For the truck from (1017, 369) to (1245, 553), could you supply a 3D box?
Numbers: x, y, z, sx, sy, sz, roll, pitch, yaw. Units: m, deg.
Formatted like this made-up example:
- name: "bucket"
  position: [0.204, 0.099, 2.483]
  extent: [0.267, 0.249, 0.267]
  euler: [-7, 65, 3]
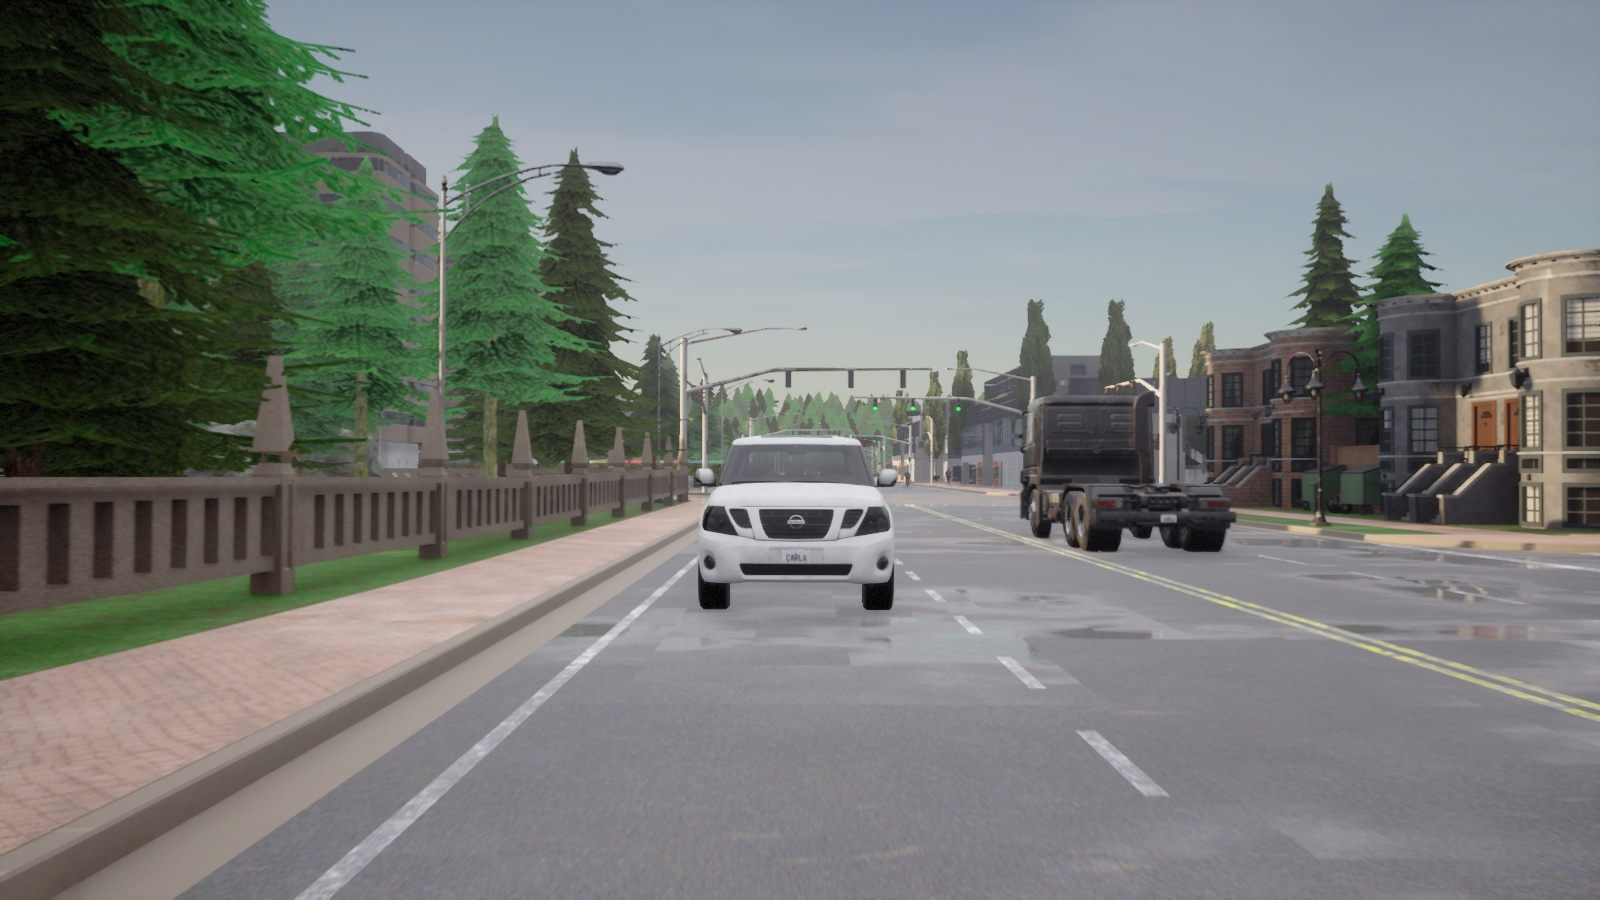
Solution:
- name: "truck"
  position: [6.929, 0.269, 27.675]
  extent: [2.891, 3.462, 7.936]
  euler: [0, -1, 0]

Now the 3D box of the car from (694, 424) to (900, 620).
- name: "car"
  position: [-0.040, 0.801, 15.919]
  extent: [2.150, 2.045, 5.566]
  euler: [0, -1, 0]
